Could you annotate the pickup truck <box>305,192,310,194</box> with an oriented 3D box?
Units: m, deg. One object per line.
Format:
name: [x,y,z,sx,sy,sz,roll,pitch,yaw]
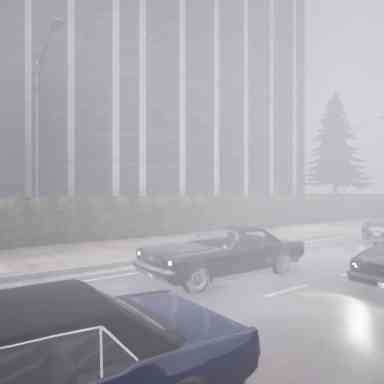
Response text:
pickup truck: [25.298,1.058,75.759,2.390,2.098,6.274,0,0,-6]

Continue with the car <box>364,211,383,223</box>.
car: [9.675,1.492,15.266,4.902,1.511,2.128,0,0,-36]

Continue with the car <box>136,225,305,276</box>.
car: [0.849,1.601,8.918,4.718,1.301,1.895,0,0,-36]

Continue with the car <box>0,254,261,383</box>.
car: [-1.698,1.601,2.763,4.718,1.301,1.895,0,0,-36]

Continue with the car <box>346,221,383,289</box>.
car: [6.131,1.547,8.408,5.357,1.411,2.033,0,0,-36]
